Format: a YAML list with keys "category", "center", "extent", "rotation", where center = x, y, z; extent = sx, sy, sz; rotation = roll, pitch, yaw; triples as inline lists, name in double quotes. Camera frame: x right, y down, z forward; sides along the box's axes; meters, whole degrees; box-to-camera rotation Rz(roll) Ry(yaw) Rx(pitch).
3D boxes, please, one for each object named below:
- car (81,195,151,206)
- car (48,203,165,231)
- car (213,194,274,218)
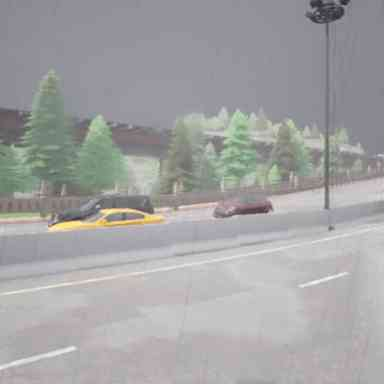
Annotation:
- category: "car"
  center: [-4.618, 1.212, 17.782]
  extent: [5.566, 2.045, 2.150]
  rotation: [-1, 0, -36]
- category: "car"
  center: [-3.472, 1.478, 14.297]
  extent: [5.008, 1.535, 1.882]
  rotation: [-1, 0, -36]
- category: "car"
  center: [3.676, 1.013, 23.723]
  extent: [4.553, 1.767, 2.097]
  rotation: [-4, 2, -36]
